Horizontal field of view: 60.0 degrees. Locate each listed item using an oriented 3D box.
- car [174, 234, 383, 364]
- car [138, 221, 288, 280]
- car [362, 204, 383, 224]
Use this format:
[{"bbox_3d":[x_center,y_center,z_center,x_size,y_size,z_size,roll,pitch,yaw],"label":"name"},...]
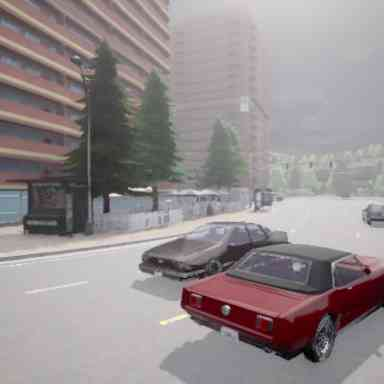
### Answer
[{"bbox_3d":[2.134,1.623,5.980,4.718,1.301,1.895,0,0,-43],"label":"car"},{"bbox_3d":[1.023,1.597,9.938,2.033,1.411,5.357,-1,0,44],"label":"car"},{"bbox_3d":[13.825,1.603,24.645,2.033,1.411,5.357,0,0,22],"label":"car"}]
